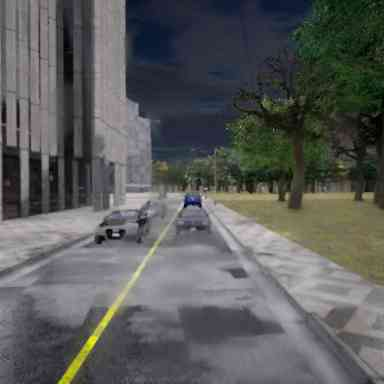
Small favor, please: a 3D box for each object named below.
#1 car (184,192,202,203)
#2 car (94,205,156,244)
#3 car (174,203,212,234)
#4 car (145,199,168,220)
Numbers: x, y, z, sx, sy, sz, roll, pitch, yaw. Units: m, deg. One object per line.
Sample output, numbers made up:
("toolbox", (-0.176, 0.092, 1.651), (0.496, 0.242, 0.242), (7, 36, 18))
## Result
("car", (0.104, 0.977, 42.668), (2.150, 2.045, 5.566), (0, 0, 0))
("car", (-3.039, 1.518, 15.299), (1.994, 1.385, 4.181), (0, 0, 1))
("car", (0.075, 1.538, 18.612), (1.895, 1.301, 4.718), (0, 0, 0))
("car", (-2.995, 1.374, 27.228), (2.128, 1.511, 4.902), (0, 0, 0))
